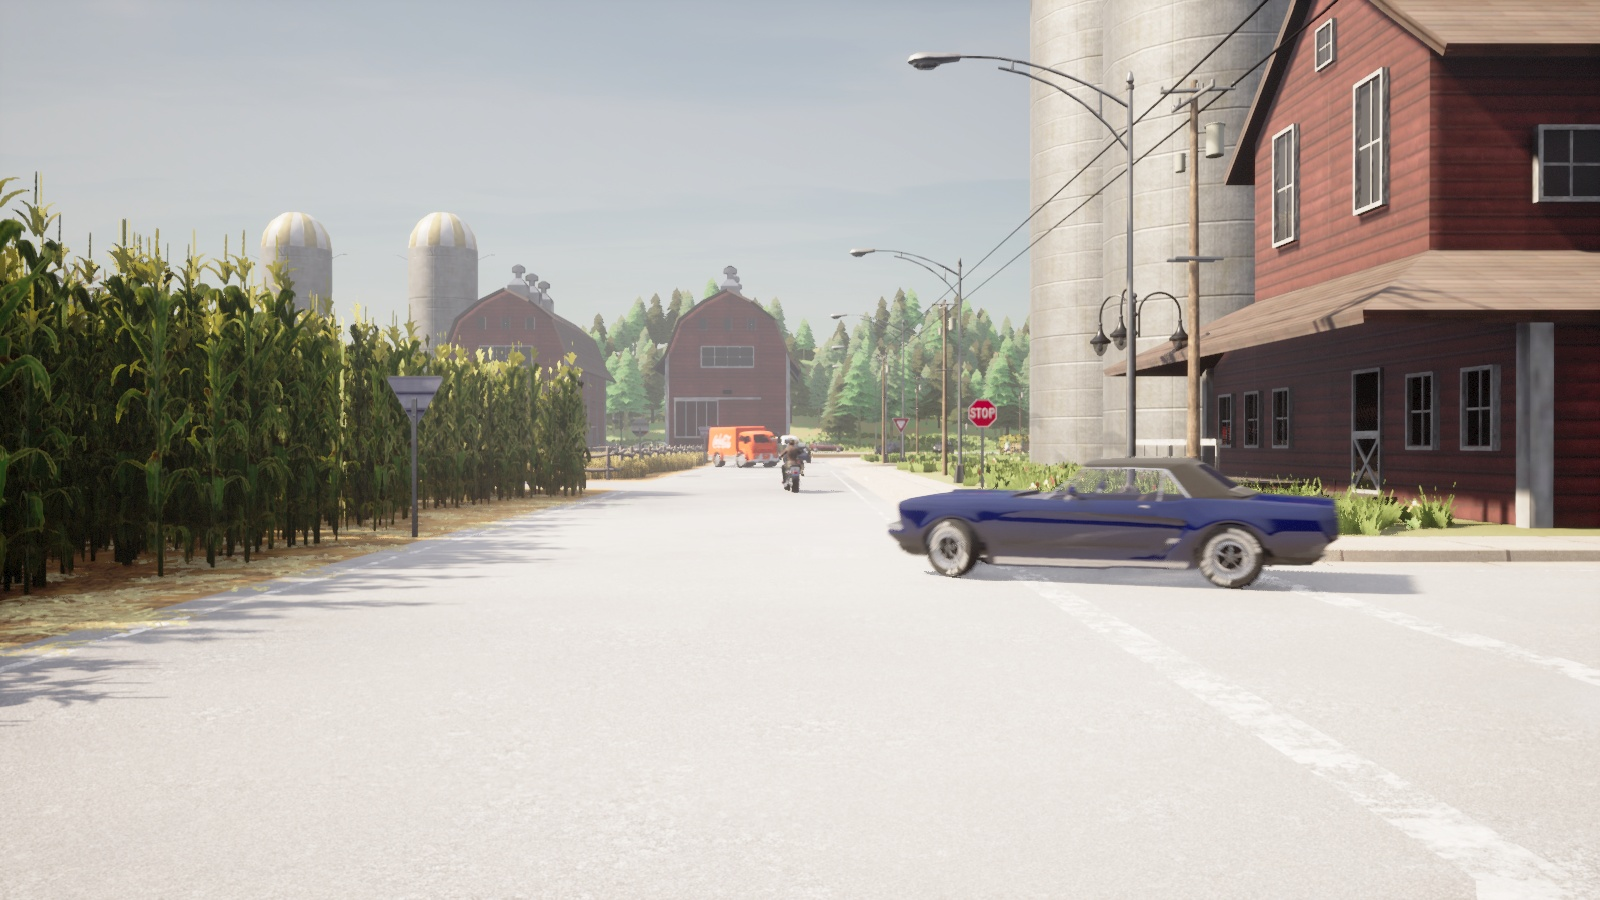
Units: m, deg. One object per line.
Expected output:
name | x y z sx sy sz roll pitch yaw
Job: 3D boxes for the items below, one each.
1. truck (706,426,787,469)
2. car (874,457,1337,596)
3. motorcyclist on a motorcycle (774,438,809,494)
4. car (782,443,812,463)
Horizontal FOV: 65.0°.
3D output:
truck | -3.269 -0.184 75.466 2.627 2.467 5.204 -2 2 -32
car | 3.365 0.750 13.899 4.718 1.301 1.895 0 0 24
motorcyclist on a motorcycle | -0.280 0.476 38.344 0.766 1.649 2.350 0 0 -7
car | -0.202 0.212 93.095 2.163 1.488 4.792 0 0 0
